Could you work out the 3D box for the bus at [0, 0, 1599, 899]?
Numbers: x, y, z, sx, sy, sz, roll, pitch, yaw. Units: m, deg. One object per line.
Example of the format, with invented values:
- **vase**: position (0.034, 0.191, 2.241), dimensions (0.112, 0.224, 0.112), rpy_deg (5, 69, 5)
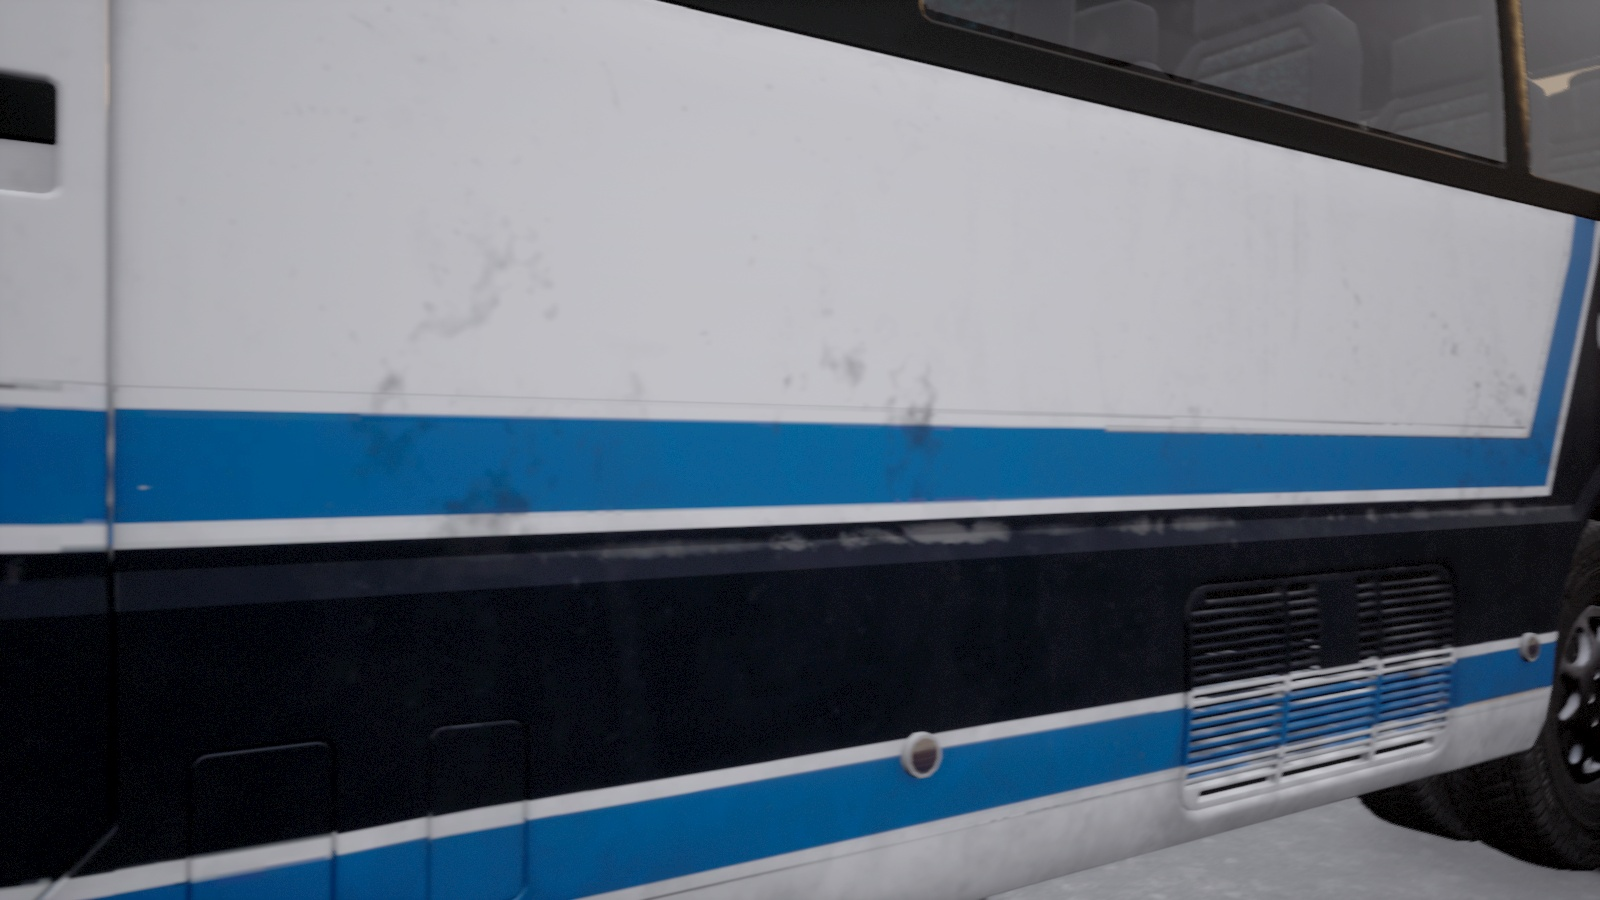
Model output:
- **bus**: position (-0.249, -0.621, 4.100), dimensions (10.273, 4.253, 3.944), rpy_deg (0, 0, -35)
